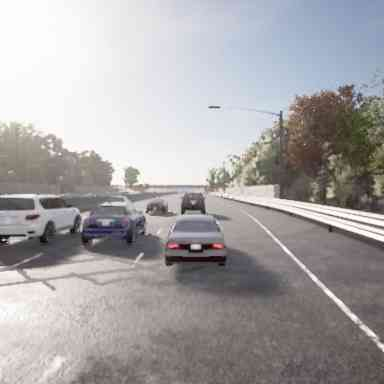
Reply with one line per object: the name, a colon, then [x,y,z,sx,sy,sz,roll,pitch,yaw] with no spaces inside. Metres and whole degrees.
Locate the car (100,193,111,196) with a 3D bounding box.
car: [-6.896,1.148,31.566,2.097,1.767,4.553,0,0,0]

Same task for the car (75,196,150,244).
car: [-3.400,1.249,15.239,2.097,1.767,4.553,0,0,0]

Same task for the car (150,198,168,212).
car: [-3.396,1.314,32.834,1.812,1.442,4.674,0,0,0]

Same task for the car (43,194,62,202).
car: [-27.990,1.085,66.887,1.837,1.490,4.892,0,0,0]

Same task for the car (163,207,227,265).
car: [0.102,1.471,11.263,2.033,1.411,5.357,0,0,0]

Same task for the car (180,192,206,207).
car: [0.105,1.022,30.899,2.150,2.045,5.566,0,0,0]

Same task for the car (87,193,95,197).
car: [-20.990,1.058,67.303,1.882,1.535,5.008,0,0,0]

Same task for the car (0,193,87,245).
car: [-6.899,1.119,15.197,2.150,2.045,5.566,0,0,0]

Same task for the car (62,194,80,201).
car: [-24.490,1.080,67.303,1.837,1.490,4.892,0,0,0]
